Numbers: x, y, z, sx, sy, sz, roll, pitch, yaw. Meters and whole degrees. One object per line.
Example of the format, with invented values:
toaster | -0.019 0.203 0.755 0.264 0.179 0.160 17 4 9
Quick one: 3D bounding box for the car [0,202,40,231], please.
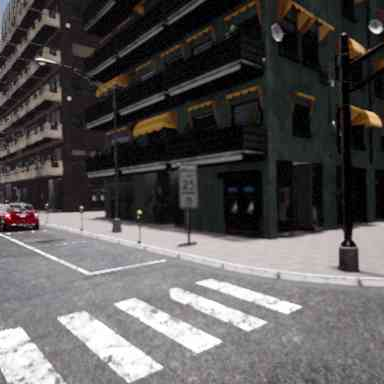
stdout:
car | -10.642 1.381 19.978 1.967 1.590 4.097 0 0 -40
